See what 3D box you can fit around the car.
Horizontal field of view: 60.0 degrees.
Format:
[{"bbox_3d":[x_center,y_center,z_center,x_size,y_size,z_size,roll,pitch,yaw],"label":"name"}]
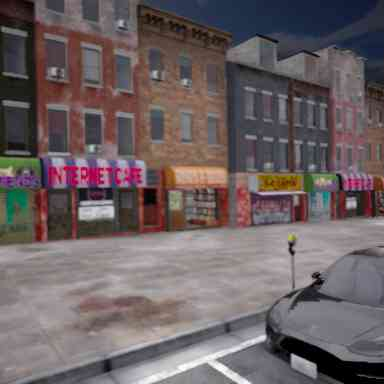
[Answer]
[{"bbox_3d":[3.014,1.566,4.979,4.313,1.339,1.947,0,-1,-35],"label":"car"}]
